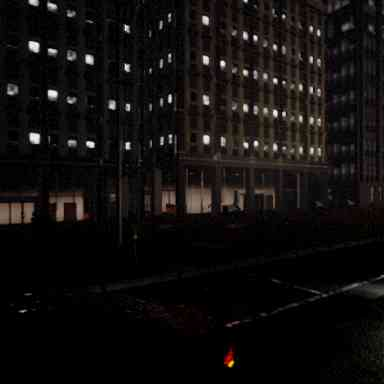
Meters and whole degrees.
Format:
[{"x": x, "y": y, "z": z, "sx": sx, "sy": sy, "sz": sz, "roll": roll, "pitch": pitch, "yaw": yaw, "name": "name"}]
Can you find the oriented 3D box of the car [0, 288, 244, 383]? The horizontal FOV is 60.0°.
[{"x": -1.704, "y": 1.528, "z": 2.153, "sx": 4.674, "sy": 1.442, "sz": 1.812, "roll": -1, "pitch": 0, "yaw": -35, "name": "car"}]
